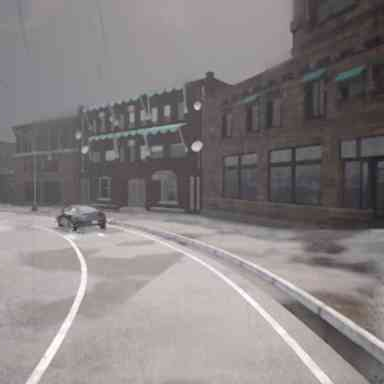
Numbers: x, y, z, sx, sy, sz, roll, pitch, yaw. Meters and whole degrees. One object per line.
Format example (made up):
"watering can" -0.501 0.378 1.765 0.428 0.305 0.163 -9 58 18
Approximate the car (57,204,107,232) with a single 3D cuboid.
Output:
"car" -6.605 1.451 19.816 1.812 1.442 4.674 -1 1 -36
